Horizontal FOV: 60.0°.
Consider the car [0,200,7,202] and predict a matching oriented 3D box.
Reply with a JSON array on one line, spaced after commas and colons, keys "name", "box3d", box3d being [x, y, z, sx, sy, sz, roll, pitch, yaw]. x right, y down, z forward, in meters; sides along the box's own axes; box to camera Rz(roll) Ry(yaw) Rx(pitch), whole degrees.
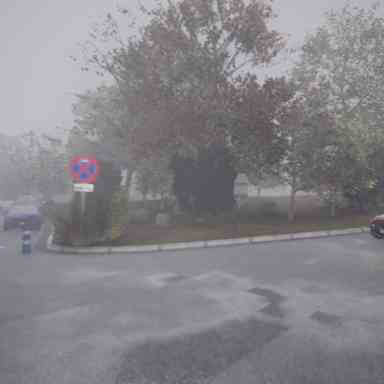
[{"name": "car", "box3d": [-19.374, 1.634, 35.586, 2.231, 1.521, 4.892, 2, -1, -40]}]

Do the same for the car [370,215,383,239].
[{"name": "car", "box3d": [9.602, 1.143, 13.583, 5.008, 1.535, 1.882, -2, 2, -21]}]

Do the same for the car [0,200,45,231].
[{"name": "car", "box3d": [-10.384, 1.502, 20.715, 2.097, 1.535, 5.008, 2, -1, -23]}]

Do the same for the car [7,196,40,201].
[{"name": "car", "box3d": [-12.938, 1.302, 26.140, 2.435, 2.045, 5.566, 2, -1, -29]}]
